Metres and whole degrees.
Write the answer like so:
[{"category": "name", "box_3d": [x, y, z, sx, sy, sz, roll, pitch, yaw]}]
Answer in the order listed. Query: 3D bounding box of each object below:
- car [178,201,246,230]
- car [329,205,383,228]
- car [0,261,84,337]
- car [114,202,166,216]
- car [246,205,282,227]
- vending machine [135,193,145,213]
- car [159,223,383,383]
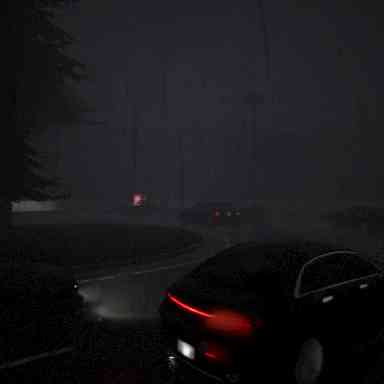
[{"category": "car", "box_3d": [0.983, 1.365, 21.633, 2.097, 1.767, 4.553, 0, 0, -34]}, {"category": "car", "box_3d": [9.802, 1.525, 19.095, 1.837, 1.490, 4.892, 1, 0, -9]}, {"category": "car", "box_3d": [-4.483, 1.545, 4.869, 5.357, 1.411, 2.033, 0, 0, -37]}, {"category": "car", "box_3d": [-4.963, 1.614, 31.978, 4.718, 1.301, 1.895, 0, 0, 6]}, {"category": "car", "box_3d": [4.247, 1.580, 23.236, 1.994, 1.385, 4.181, 0, 0, -34]}, {"category": "vending machine", "box_3d": [-5.651, 1.210, 36.102, 0.880, 2.100, 1.100, 0, 0, 2]}, {"category": "car", "box_3d": [1.788, 1.508, 5.256, 4.892, 1.490, 1.837, 0, 0, -40]}]
